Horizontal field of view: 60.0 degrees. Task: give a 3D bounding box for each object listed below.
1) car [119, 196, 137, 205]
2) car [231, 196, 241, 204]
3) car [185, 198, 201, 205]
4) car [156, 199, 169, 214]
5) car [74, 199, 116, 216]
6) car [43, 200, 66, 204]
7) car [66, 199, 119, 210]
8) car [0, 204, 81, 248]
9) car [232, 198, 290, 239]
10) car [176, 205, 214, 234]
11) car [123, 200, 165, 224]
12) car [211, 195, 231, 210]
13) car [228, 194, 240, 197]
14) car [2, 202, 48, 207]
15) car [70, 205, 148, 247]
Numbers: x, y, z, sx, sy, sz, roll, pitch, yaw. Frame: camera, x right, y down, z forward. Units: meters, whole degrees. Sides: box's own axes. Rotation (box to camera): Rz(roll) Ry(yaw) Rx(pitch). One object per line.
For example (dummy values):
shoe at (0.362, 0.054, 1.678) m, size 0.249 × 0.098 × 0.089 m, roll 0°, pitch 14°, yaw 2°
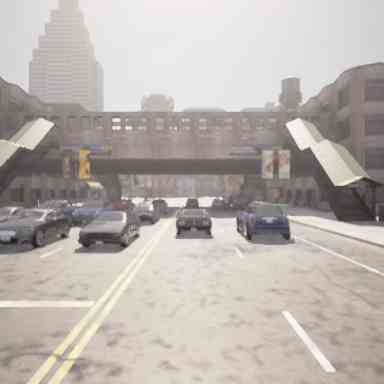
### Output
car at (-7.044, 1.530, 34.249) m, size 1.882 × 1.535 × 5.008 m, roll 0°, pitch 0°, yaw 1°
car at (6.721, 1.665, 46.049) m, size 1.895 × 1.301 × 4.718 m, roll 0°, pitch 0°, yaw 0°
car at (0.080, 1.575, 44.929) m, size 1.837 × 1.490 × 4.892 m, roll 0°, pitch 0°, yaw 1°
car at (-3.534, 1.560, 35.881) m, size 1.837 × 1.490 × 4.892 m, roll 0°, pitch 0°, yaw 0°
car at (-10.008, 1.534, 34.819) m, size 2.231 × 1.521 × 4.892 m, roll 0°, pitch 0°, yaw 10°
car at (-10.042, 1.391, 24.043) m, size 2.185 × 1.767 × 4.553 m, roll 0°, pitch 0°, yaw 0°
car at (-7.053, 1.389, 24.198) m, size 2.097 × 1.767 × 4.553 m, roll 0°, pitch 0°, yaw 0°
car at (-7.067, 1.515, 15.080) m, size 2.128 × 1.511 × 4.902 m, roll 0°, pitch 0°, yaw 0°
car at (3.599, 1.379, 17.587) m, size 2.097 × 1.767 × 4.553 m, roll 0°, pitch 0°, yaw 0°
car at (0.099, 1.630, 19.223) m, size 1.895 × 1.301 × 4.718 m, roll 0°, pitch 0°, yaw 0°
car at (-3.546, 1.586, 25.532) m, size 2.033 × 1.411 × 5.357 m, roll 0°, pitch 0°, yaw 1°
car at (3.567, 1.560, 44.387) m, size 2.128 × 1.511 × 4.902 m, roll 0°, pitch 0°, yaw 1°
car at (6.675, 1.310, 53.445) m, size 2.435 × 2.045 × 5.566 m, roll 0°, pitch 0°, yaw 0°
car at (-9.902, 1.507, 17.618) m, size 2.097 × 1.535 × 5.008 m, roll 0°, pitch 0°, yaw 0°
car at (-3.562, 1.571, 15.458) m, size 2.033 × 1.411 × 5.357 m, roll 0°, pitch 0°, yaw 0°
